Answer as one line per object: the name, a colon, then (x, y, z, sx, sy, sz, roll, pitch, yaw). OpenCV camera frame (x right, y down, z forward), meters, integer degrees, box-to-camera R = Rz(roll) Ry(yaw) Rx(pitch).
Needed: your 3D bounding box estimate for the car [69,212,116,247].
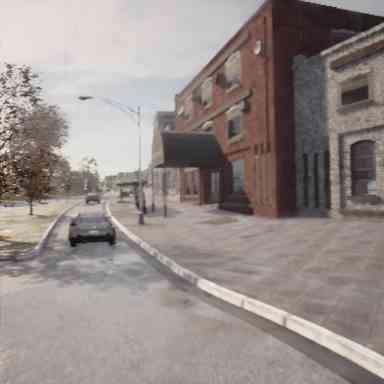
car: (-4.797, 1.636, 15.895, 1.994, 1.385, 4.181, -1, 1, -19)

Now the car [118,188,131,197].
car: (-15.995, 0.425, 77.271, 2.097, 1.535, 5.008, -2, 1, -7)

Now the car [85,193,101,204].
car: (-14.215, 0.885, 47.929, 1.837, 1.490, 4.892, -1, 1, -12)

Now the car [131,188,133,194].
car: (-16.603, 0.395, 82.737, 2.163, 1.488, 4.792, -1, 1, -6)
